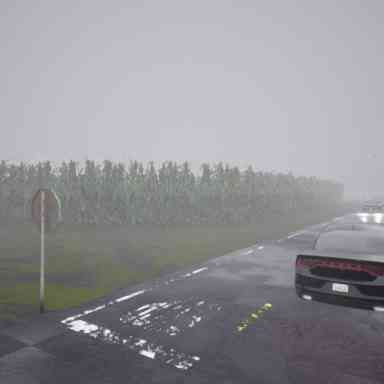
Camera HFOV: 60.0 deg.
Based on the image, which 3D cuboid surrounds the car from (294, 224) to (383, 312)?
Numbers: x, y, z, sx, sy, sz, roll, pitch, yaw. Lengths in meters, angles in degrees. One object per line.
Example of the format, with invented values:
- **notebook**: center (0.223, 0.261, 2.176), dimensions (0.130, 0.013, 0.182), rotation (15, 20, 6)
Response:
- **car**: center (3.892, 1.480, 7.736), dimensions (1.882, 1.535, 5.008), rotation (0, 0, 33)

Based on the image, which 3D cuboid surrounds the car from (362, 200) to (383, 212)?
- **car**: center (21.002, 1.621, 38.589), dimensions (1.895, 1.301, 4.718), rotation (0, 0, 33)
